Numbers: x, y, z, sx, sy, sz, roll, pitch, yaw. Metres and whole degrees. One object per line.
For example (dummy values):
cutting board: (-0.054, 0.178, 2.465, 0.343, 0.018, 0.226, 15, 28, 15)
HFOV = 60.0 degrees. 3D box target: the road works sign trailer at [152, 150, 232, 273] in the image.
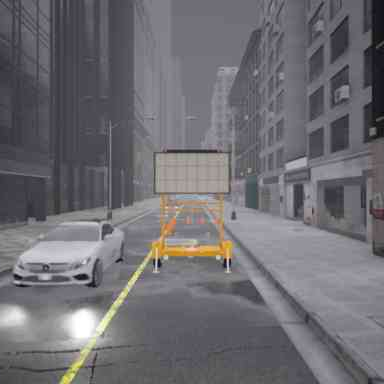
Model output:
road works sign trailer: (0.005, 0.464, 10.634, 2.380, 3.560, 2.880, 0, 0, 0)

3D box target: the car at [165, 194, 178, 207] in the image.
car: (-3.064, 1.507, 50.774, 1.812, 1.442, 4.674, 0, 0, 0)

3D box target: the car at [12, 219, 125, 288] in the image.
car: (-3.096, 1.525, 9.338, 1.812, 1.442, 4.674, 0, 0, 0)
